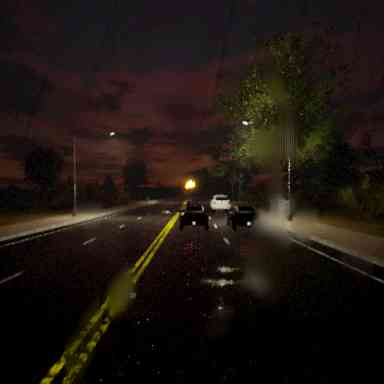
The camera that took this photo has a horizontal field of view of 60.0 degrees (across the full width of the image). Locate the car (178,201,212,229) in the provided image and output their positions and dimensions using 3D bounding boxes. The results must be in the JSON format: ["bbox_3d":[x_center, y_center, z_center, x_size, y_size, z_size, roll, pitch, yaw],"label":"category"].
[{"bbox_3d":[0.133,1.628,22.688,1.837,1.490,4.892,0,0,0],"label":"car"}]

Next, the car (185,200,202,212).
[{"bbox_3d":[0.153,1.776,42.089,1.994,1.385,4.181,0,0,0],"label":"car"}]

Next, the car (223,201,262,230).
[{"bbox_3d":[3.383,1.625,22.174,1.837,1.490,4.892,0,0,0],"label":"car"}]

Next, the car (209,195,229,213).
[{"bbox_3d":[3.404,1.429,40.761,2.150,2.045,5.566,0,0,0],"label":"car"}]
